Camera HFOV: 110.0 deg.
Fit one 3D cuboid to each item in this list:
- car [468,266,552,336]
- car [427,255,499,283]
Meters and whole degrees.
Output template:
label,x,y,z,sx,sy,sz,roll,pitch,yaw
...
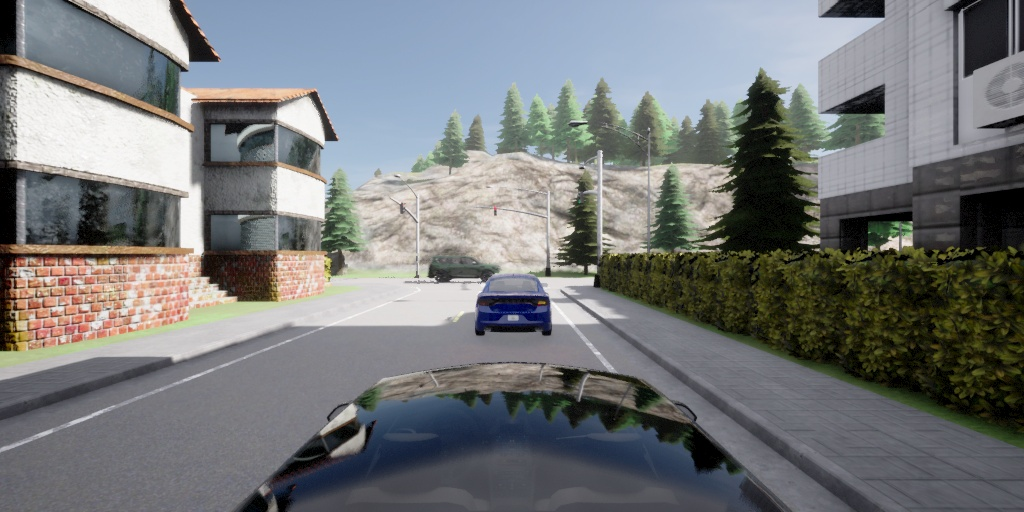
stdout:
label,x,y,z,sx,sy,sz,roll,pitch,yaw
car,0.047,1.228,10.459,1.882,1.535,5.008,0,0,0
car,-3.528,0.972,26.929,5.566,2.045,2.150,0,0,1
